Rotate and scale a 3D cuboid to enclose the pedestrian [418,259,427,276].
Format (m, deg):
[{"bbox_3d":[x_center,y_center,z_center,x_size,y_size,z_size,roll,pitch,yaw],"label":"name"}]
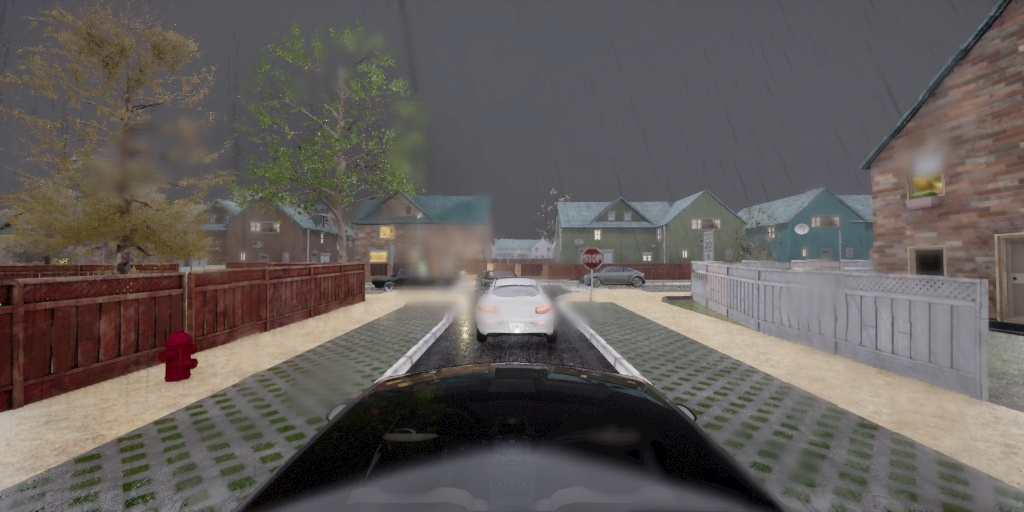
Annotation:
[{"bbox_3d":[-6.685,1.118,26.758,0.375,1.860,0.375,0,-1,1],"label":"pedestrian"}]

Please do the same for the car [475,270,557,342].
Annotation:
[{"bbox_3d":[0.108,1.279,9.665,1.812,1.442,4.674,0,0,0],"label":"car"}]

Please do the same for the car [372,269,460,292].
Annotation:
[{"bbox_3d":[-5.470,1.416,20.872,4.718,1.301,1.895,-1,-1,1],"label":"car"}]

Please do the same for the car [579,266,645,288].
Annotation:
[{"bbox_3d":[6.552,1.344,23.655,4.181,1.385,1.994,0,-1,1],"label":"car"}]

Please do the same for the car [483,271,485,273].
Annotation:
[{"bbox_3d":[-0.746,1.366,18.485,1.895,1.301,4.718,0,-1,-12],"label":"car"}]
